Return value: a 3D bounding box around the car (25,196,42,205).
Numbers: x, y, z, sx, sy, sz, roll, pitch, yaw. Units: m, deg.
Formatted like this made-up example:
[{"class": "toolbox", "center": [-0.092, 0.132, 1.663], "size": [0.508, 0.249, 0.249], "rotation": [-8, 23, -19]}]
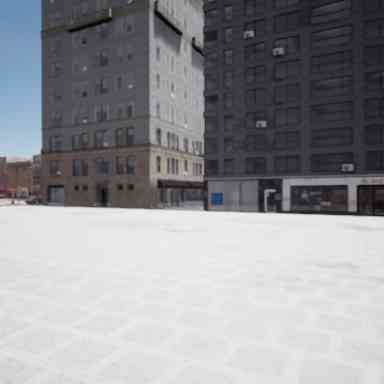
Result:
[{"class": "car", "center": [-23.874, 1.360, 52.578], "size": [2.128, 1.511, 4.902], "rotation": [0, 0, 26]}]
